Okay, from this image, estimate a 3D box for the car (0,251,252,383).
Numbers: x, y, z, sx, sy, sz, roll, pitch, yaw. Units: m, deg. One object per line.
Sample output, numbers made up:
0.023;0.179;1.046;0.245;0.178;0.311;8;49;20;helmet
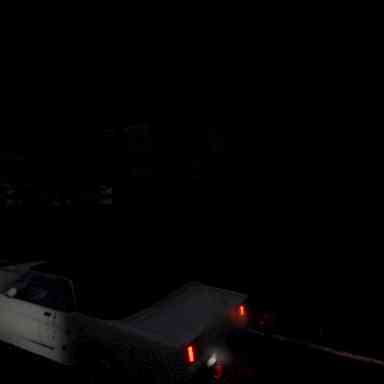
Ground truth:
-1.666;1.583;4.891;4.718;1.301;1.895;0;0;30;car
